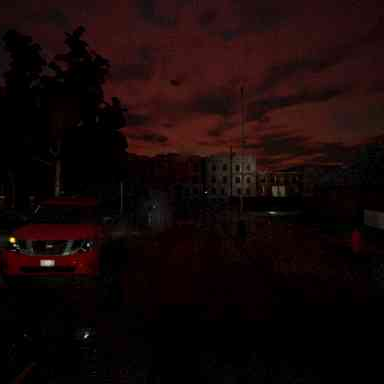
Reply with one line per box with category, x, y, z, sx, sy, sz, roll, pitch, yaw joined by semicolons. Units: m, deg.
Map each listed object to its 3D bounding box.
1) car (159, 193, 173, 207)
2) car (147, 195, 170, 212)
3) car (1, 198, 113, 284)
car;-4.118;1.221;50.054;2.150;2.045;5.566;0;0;1
car;-4.139;1.491;39.465;2.128;1.511;4.902;0;0;0
car;-3.628;1.222;10.082;2.150;2.045;5.566;1;0;-9
